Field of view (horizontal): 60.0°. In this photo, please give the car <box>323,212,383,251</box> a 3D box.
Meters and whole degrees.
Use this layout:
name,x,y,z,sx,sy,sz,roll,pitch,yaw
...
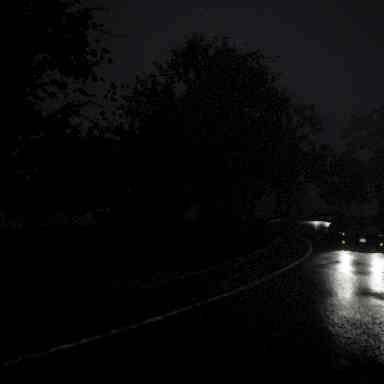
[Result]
name,x,y,z,sx,sy,sz,roll,pitch,yaw
car,7.647,1.865,15.752,1.994,1.385,4.181,1,-1,16

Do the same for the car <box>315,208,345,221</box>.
name,x,y,z,sx,sy,sz,roll,pitch,yaw
car,14.458,2.321,34.250,4.181,1.385,1.994,2,-1,-39
